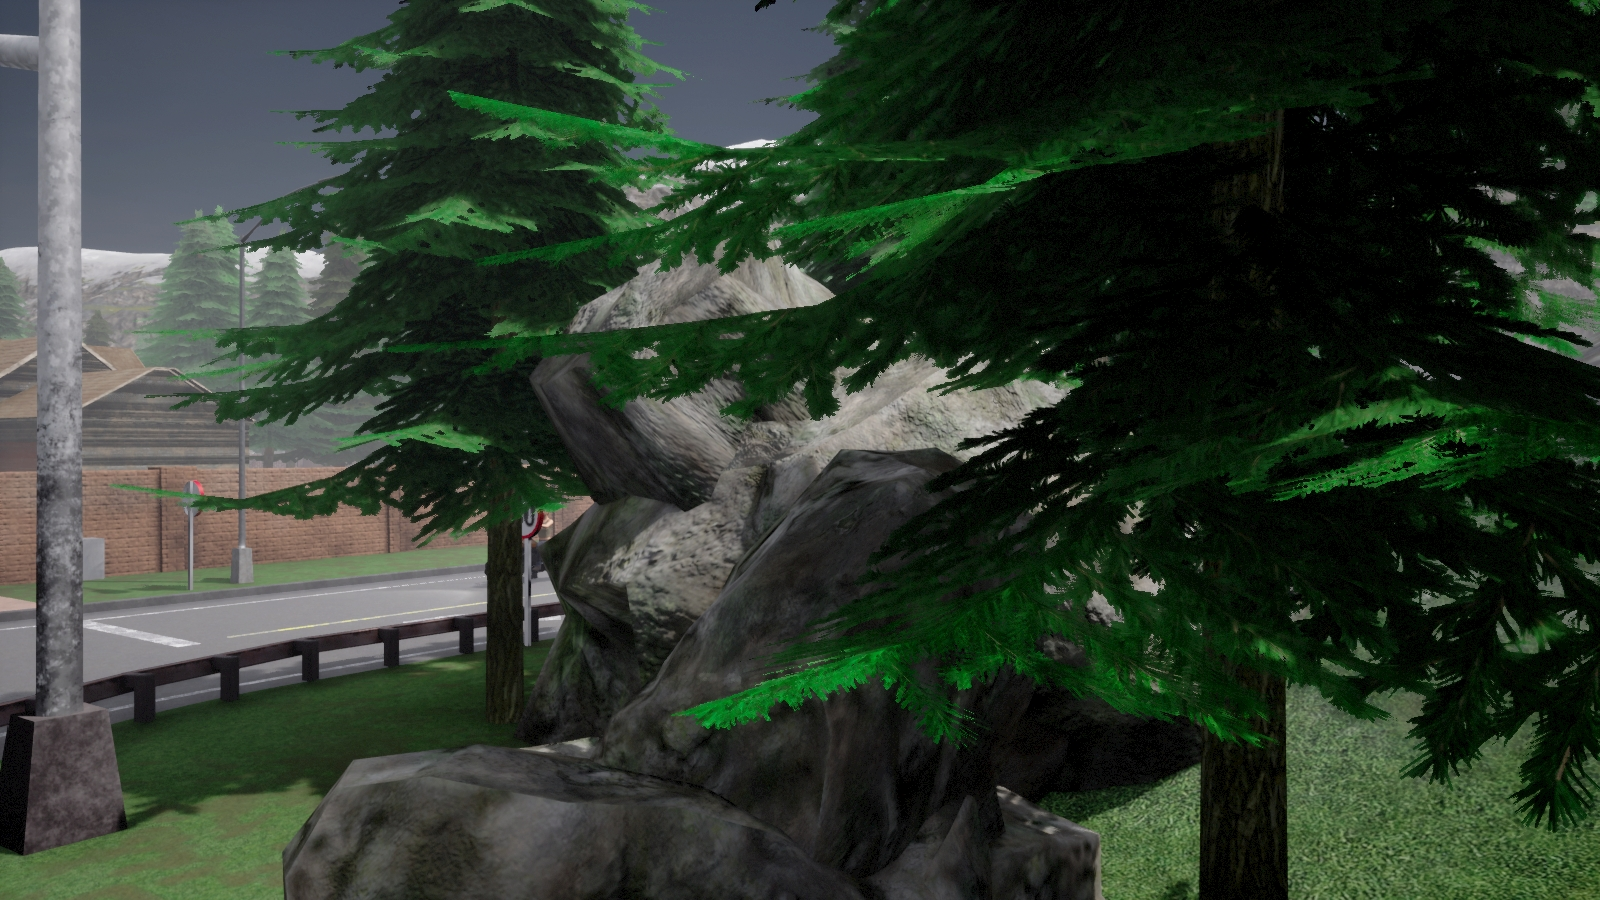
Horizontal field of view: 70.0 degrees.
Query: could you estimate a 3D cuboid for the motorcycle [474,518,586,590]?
[{"bbox_3d":[-5.636,2.150,24.014,0.764,1.277,2.356,0,0,36],"label":"motorcycle"}]
